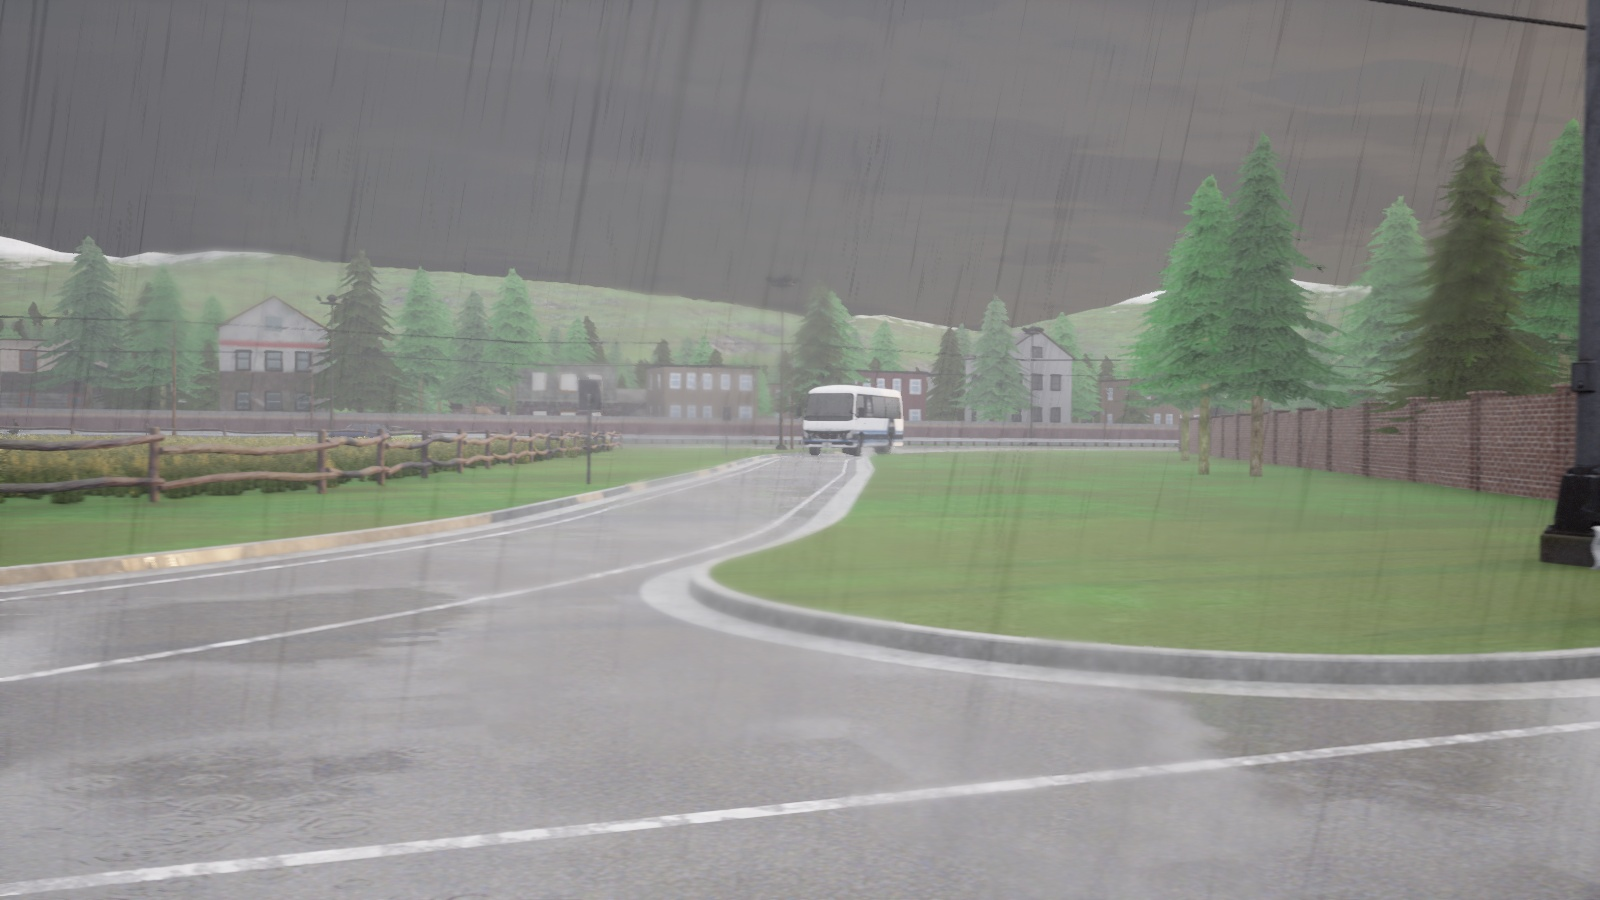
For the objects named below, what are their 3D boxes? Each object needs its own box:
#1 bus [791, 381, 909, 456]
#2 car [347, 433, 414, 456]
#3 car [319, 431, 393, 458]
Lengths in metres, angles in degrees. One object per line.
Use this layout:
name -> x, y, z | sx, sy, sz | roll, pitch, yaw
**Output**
bus -> 3.246, -1.867, 76.999 | 3.944, 4.253, 10.273 | 0, 1, 22
car -> -30.382, -0.408, 91.010 | 4.514, 1.525, 2.007 | -1, 1, -21
car -> -29.632, -0.387, 83.816 | 4.553, 1.767, 2.097 | -1, 1, -21
